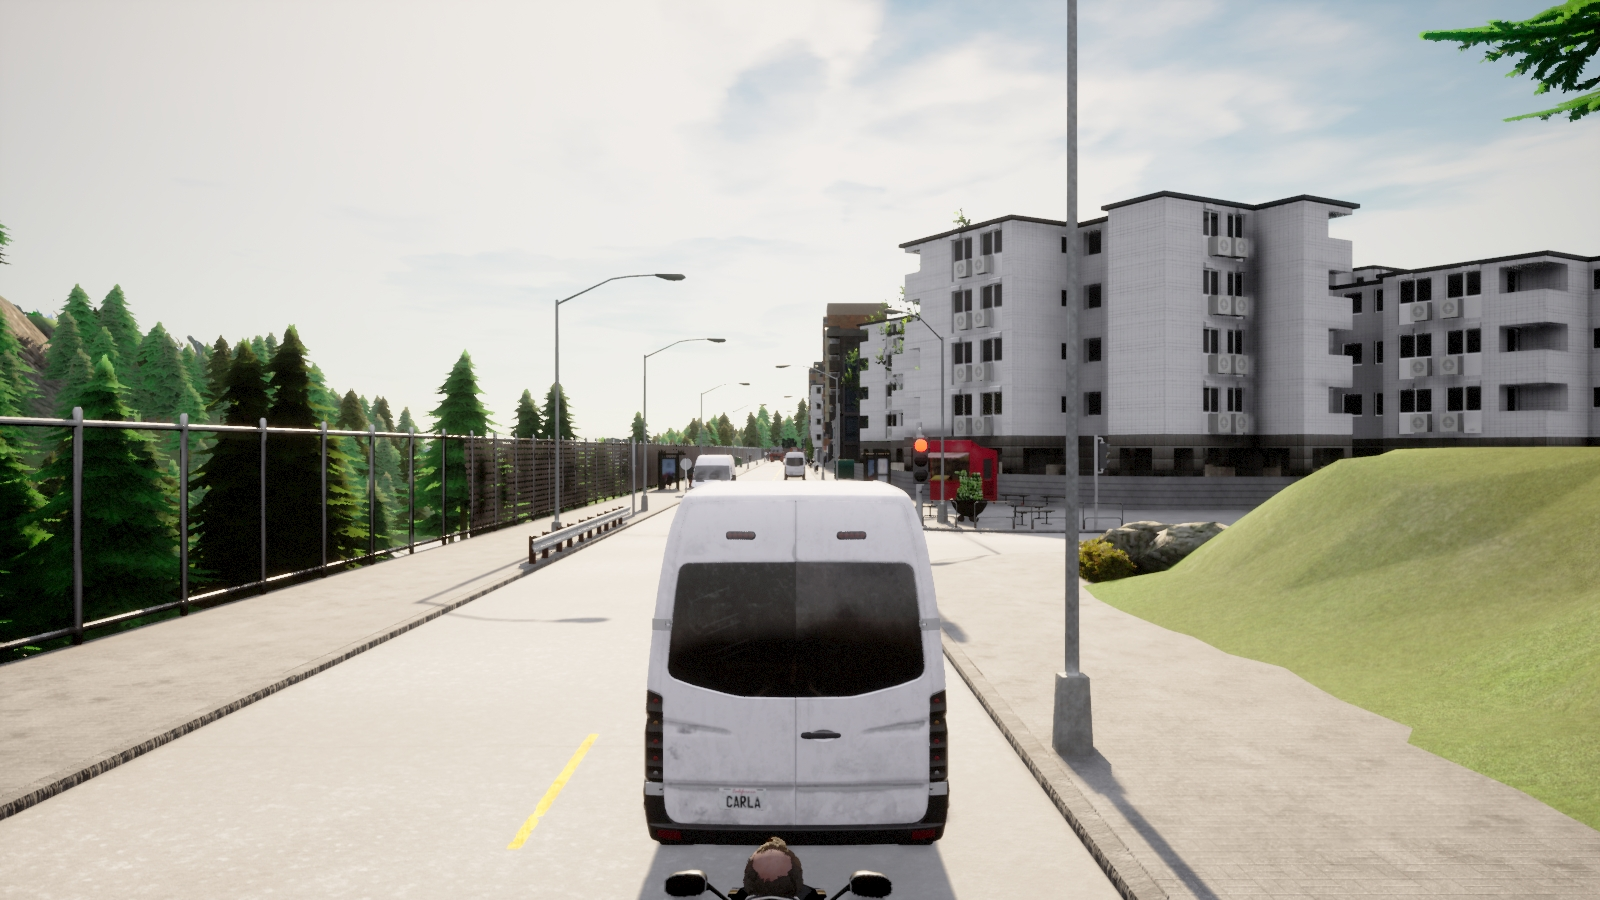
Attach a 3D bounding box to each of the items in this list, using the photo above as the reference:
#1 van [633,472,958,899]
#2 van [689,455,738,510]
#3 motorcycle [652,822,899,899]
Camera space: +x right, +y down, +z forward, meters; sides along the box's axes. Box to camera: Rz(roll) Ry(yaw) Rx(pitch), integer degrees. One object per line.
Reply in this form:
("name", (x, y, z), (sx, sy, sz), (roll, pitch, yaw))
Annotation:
("van", (-0.034, 1.534, 9.946), (1.988, 2.561, 5.915), (0, 0, 0))
("van", (-4.246, 1.534, 56.676), (1.988, 2.561, 5.915), (0, 0, 0))
("motorcycle", (-0.090, 2.205, 3.746), (0.867, 1.251, 2.209), (0, 0, 1))
